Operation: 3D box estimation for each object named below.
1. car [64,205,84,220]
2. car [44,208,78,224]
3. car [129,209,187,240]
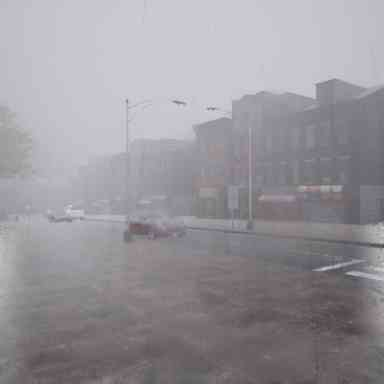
[{"bbox_3d":[-16.574,2.896,45.719,2.150,2.045,5.566,0,-2,-35],"label":"car"},{"bbox_3d":[-15.652,3.006,39.434,2.033,1.411,5.357,0,-2,-35],"label":"car"},{"bbox_3d":[-2.269,1.897,20.570,2.097,1.767,4.553,0,-2,-35],"label":"car"}]
